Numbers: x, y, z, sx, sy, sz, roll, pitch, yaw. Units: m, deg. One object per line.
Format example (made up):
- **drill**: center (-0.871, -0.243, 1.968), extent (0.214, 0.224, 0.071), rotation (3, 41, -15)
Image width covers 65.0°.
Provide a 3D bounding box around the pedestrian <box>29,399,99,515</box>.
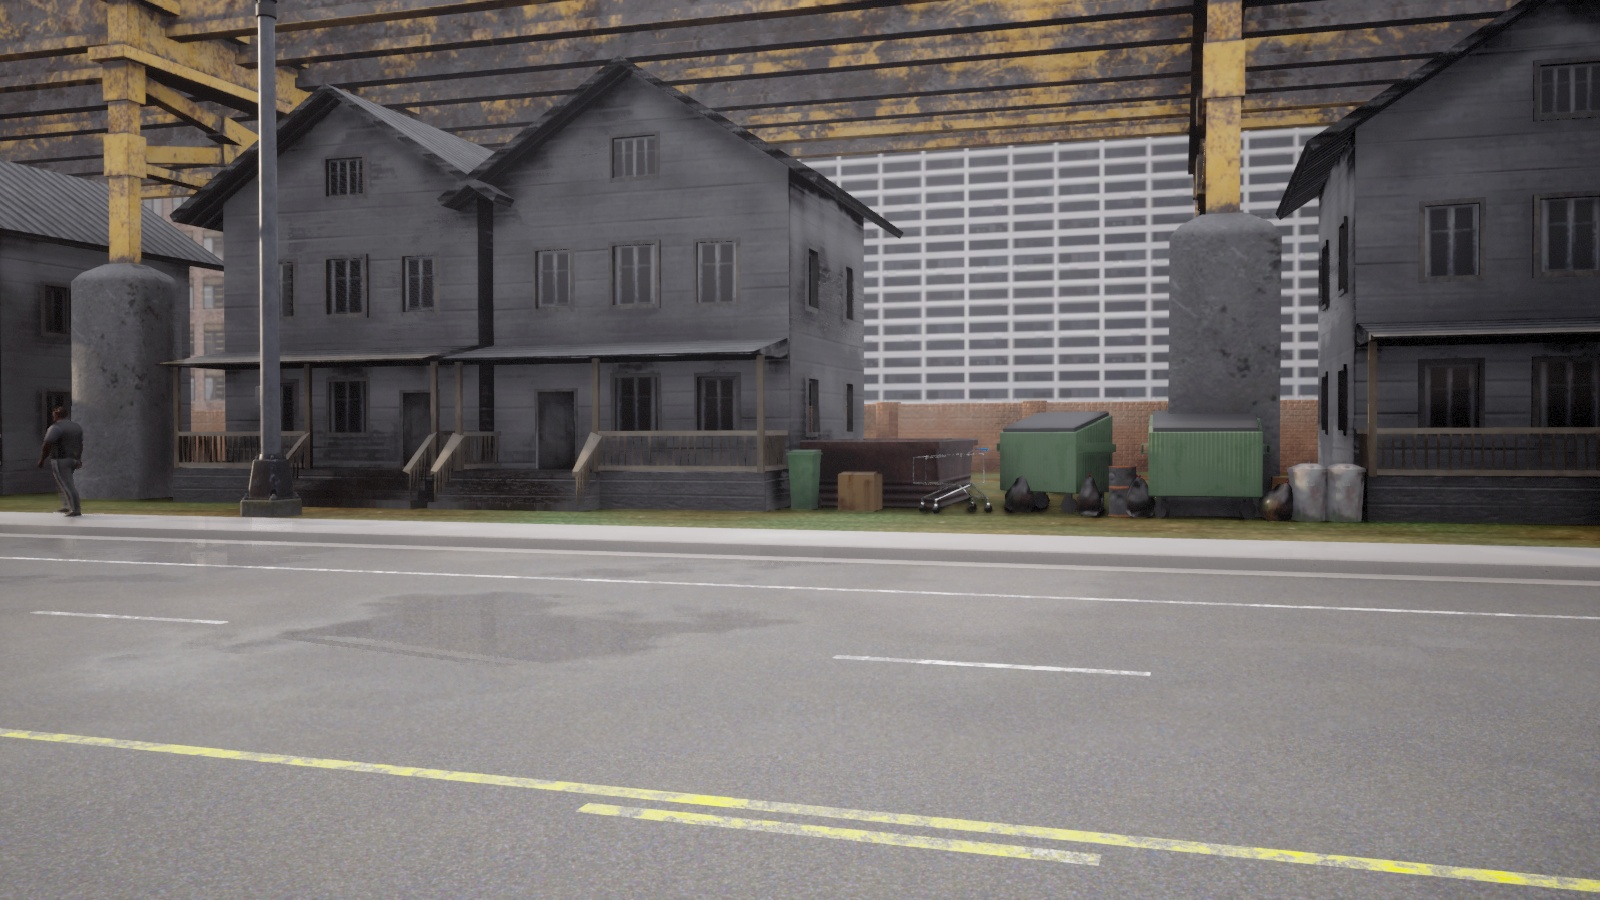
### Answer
- **pedestrian**: center (-12.184, 0.103, 20.800), extent (0.849, 1.883, 0.563), rotation (0, 1, 14)
